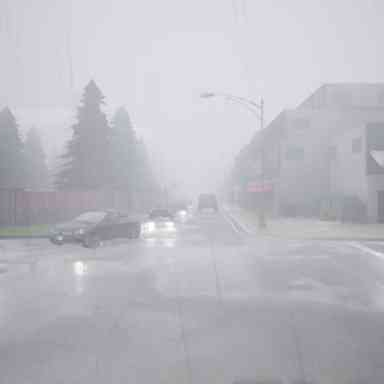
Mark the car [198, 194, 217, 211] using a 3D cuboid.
[{"bbox_3d":[1.920,1.224,40.724,2.150,2.045,5.566,0,0,3],"label":"car"}]

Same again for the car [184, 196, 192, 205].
[{"bbox_3d":[-0.946,1.511,57.125,1.837,1.490,4.892,0,-1,3],"label":"car"}]

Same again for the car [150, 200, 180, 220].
[{"bbox_3d":[-2.369,1.603,28.055,1.895,1.301,4.718,0,0,3],"label":"car"}]

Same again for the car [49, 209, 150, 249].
[{"bbox_3d":[-3.942,1.485,14.465,1.812,1.442,4.674,1,-1,24],"label":"car"}]

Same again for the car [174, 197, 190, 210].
[{"bbox_3d":[-1.697,1.604,42.279,1.895,1.301,4.718,0,0,3],"label":"car"}]
